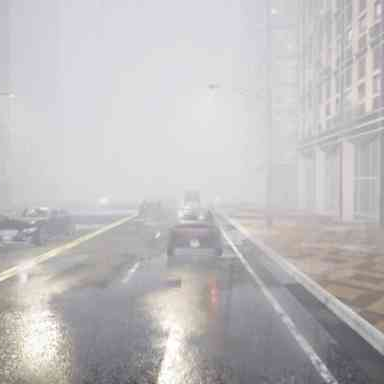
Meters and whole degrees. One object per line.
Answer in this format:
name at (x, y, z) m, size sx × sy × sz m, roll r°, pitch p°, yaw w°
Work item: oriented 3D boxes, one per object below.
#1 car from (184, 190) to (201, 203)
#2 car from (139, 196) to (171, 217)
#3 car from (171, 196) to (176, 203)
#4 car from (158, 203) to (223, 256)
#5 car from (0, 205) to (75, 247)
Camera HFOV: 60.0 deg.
car at (0.058, 0.782, 45.785) m, size 2.150 × 2.045 × 5.566 m, roll 0°, pitch 0°, yaw 0°
car at (-3.175, 1.234, 27.371) m, size 2.128 × 1.511 × 4.902 m, roll 0°, pitch 0°, yaw 0°
car at (-3.193, 1.154, 46.796) m, size 1.895 × 1.301 × 4.718 m, roll 0°, pitch 1°, yaw 0°
car at (0.088, 1.373, 12.644) m, size 2.128 × 1.511 × 4.902 m, roll 0°, pitch 1°, yaw 0°
car at (-6.610, 1.361, 14.346) m, size 2.128 × 1.511 × 4.902 m, roll 0°, pitch 1°, yaw 0°
